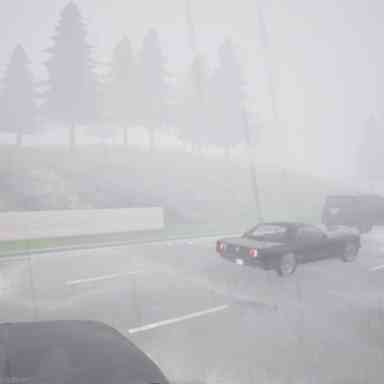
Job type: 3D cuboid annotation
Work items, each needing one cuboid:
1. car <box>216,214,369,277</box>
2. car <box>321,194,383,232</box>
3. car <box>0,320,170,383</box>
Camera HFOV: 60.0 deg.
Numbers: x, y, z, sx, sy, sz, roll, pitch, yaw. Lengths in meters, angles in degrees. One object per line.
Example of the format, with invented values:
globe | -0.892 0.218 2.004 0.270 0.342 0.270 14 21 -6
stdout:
car | 3.108 1.564 10.103 4.718 1.301 1.895 0 0 -34
car | 9.580 1.143 18.611 5.566 2.045 2.150 0 0 -33
car | -2.686 1.548 1.820 5.357 1.411 2.033 0 0 -35
